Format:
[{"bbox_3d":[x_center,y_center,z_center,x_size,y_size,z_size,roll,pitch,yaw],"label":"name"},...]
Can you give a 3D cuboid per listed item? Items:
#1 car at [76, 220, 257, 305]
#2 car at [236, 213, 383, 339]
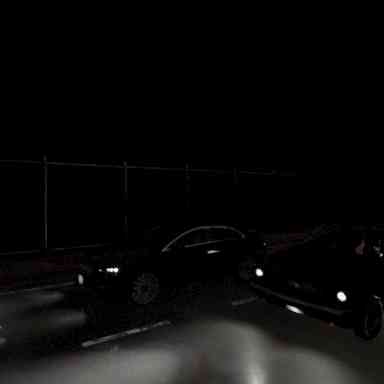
[{"bbox_3d":[-0.259,1.491,8.155,4.902,1.511,2.128,0,0,-36],"label":"car"},{"bbox_3d":[3.265,1.222,6.481,4.718,1.301,1.895,-9,8,-38],"label":"car"}]
